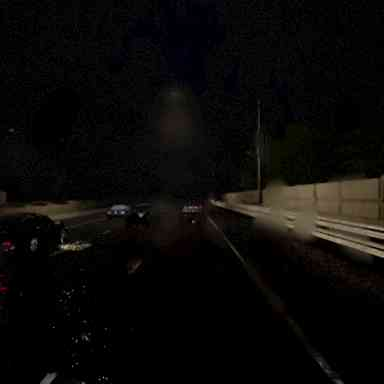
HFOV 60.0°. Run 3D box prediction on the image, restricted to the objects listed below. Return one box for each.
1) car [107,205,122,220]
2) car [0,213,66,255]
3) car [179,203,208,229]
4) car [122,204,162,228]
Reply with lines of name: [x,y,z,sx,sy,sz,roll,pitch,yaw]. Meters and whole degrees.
car: [-6.905,1.954,32.662,2.033,1.411,5.357,0,-1,0]
car: [-6.901,1.641,13.985,1.837,1.490,4.892,0,-1,0]
car: [0.097,1.760,23.858,2.128,1.511,4.902,0,-1,0]
car: [-3.404,1.626,24.332,2.097,1.767,4.553,0,-1,0]
